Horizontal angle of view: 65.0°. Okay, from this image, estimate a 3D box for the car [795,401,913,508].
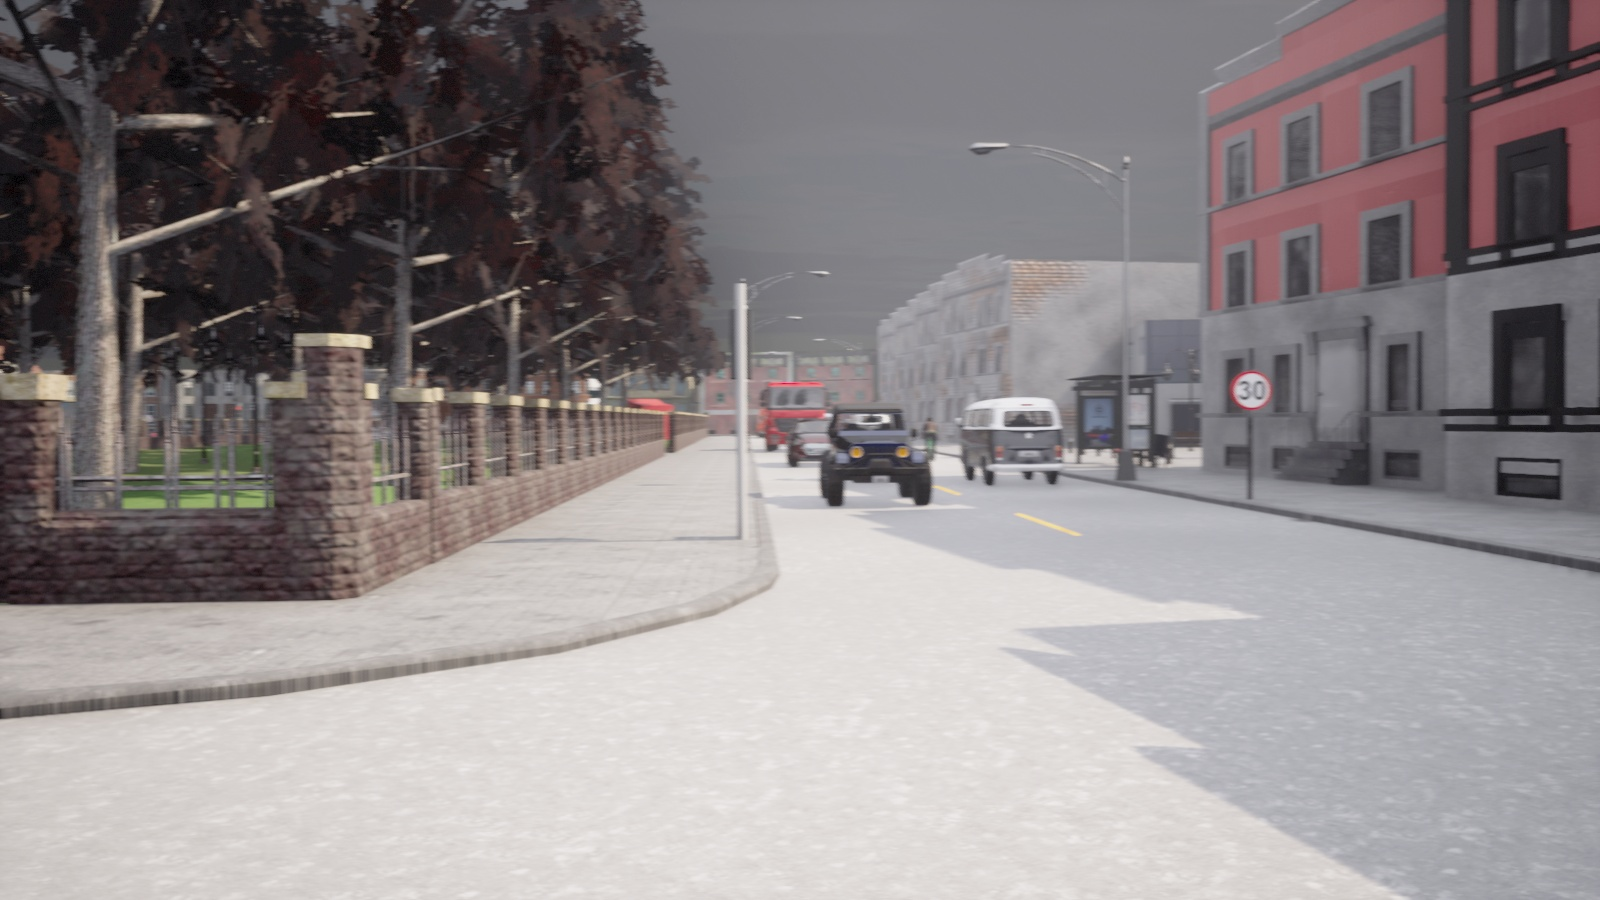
[{"bbox_3d":[0.944,0.031,23.905,1.905,1.878,3.866,0,1,-3],"label":"car"}]

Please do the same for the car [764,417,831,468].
[{"bbox_3d":[-0.152,-0.297,42.740,2.033,1.649,4.856,0,1,-3],"label":"car"}]

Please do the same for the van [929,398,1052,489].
[{"bbox_3d":[4.553,-0.207,30.688,2.069,2.038,4.480,0,2,-3],"label":"van"}]

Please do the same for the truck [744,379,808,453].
[{"bbox_3d":[-1.320,-1.707,62.987,2.891,3.462,7.936,0,1,-3],"label":"truck"}]
